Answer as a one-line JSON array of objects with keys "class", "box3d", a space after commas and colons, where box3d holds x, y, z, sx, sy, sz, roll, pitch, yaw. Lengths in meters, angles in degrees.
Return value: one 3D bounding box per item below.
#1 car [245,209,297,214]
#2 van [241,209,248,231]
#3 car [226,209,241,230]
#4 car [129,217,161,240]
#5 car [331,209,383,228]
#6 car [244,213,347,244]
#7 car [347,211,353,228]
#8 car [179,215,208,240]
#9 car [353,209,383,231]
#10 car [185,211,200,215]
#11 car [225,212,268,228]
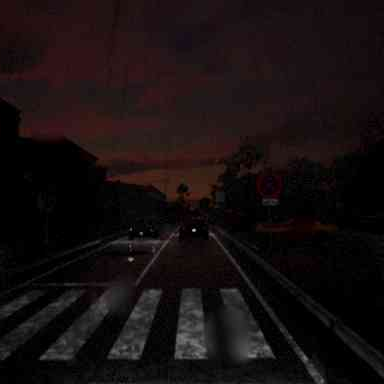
[{"class": "car", "box3d": [6.352, 2.299, 23.148, 4.553, 1.767, 2.185, 0, -3, 0]}, {"class": "van", "box3d": [6.422, 2.365, 26.187, 4.442, 1.987, 1.878, 0, -3, 0]}, {"class": "car", "box3d": [6.296, 2.699, 32.370, 5.566, 2.045, 2.435, 0, -3, 0]}, {"class": "car", "box3d": [-3.319, 2.579, 24.209, 1.837, 1.490, 4.892, 0, -3, 0]}, {"class": "car", "box3d": [18.471, 2.867, 36.267, 5.566, 2.045, 2.435, 0, -4, -1]}, {"class": "car", "box3d": [6.152, 2.275, 20.227, 5.366, 1.575, 1.946, 0, -3, 0]}, {"class": "car", "box3d": [18.520, 2.949, 33.587, 4.892, 1.521, 2.231, 0, -4, -1]}, {"class": "car", "box3d": [0.129, 2.596, 23.863, 1.994, 1.385, 4.181, 0, -3, 0]}, {"class": "car", "box3d": [18.522, 2.523, 30.815, 5.566, 2.045, 2.435, 0, -4, -1]}, {"class": "car", "box3d": [0.125, 3.371, 41.072, 2.150, 2.045, 5.566, 0, -5, 0]}, {"class": "car", "box3d": [6.243, 3.203, 38.303, 4.553, 1.767, 2.185, 0, -4, -1]}]
